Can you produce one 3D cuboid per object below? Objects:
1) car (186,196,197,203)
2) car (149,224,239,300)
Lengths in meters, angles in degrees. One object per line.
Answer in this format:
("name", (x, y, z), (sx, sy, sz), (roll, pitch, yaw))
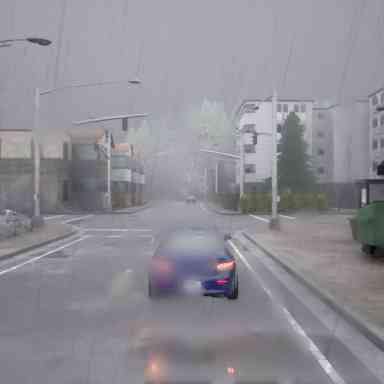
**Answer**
("car", (-0.136, 1.550, 66.924), (1.812, 1.442, 4.674), (0, 0, 0))
("car", (0.041, 1.529, 8.282), (1.812, 1.442, 4.674), (0, 0, 0))
